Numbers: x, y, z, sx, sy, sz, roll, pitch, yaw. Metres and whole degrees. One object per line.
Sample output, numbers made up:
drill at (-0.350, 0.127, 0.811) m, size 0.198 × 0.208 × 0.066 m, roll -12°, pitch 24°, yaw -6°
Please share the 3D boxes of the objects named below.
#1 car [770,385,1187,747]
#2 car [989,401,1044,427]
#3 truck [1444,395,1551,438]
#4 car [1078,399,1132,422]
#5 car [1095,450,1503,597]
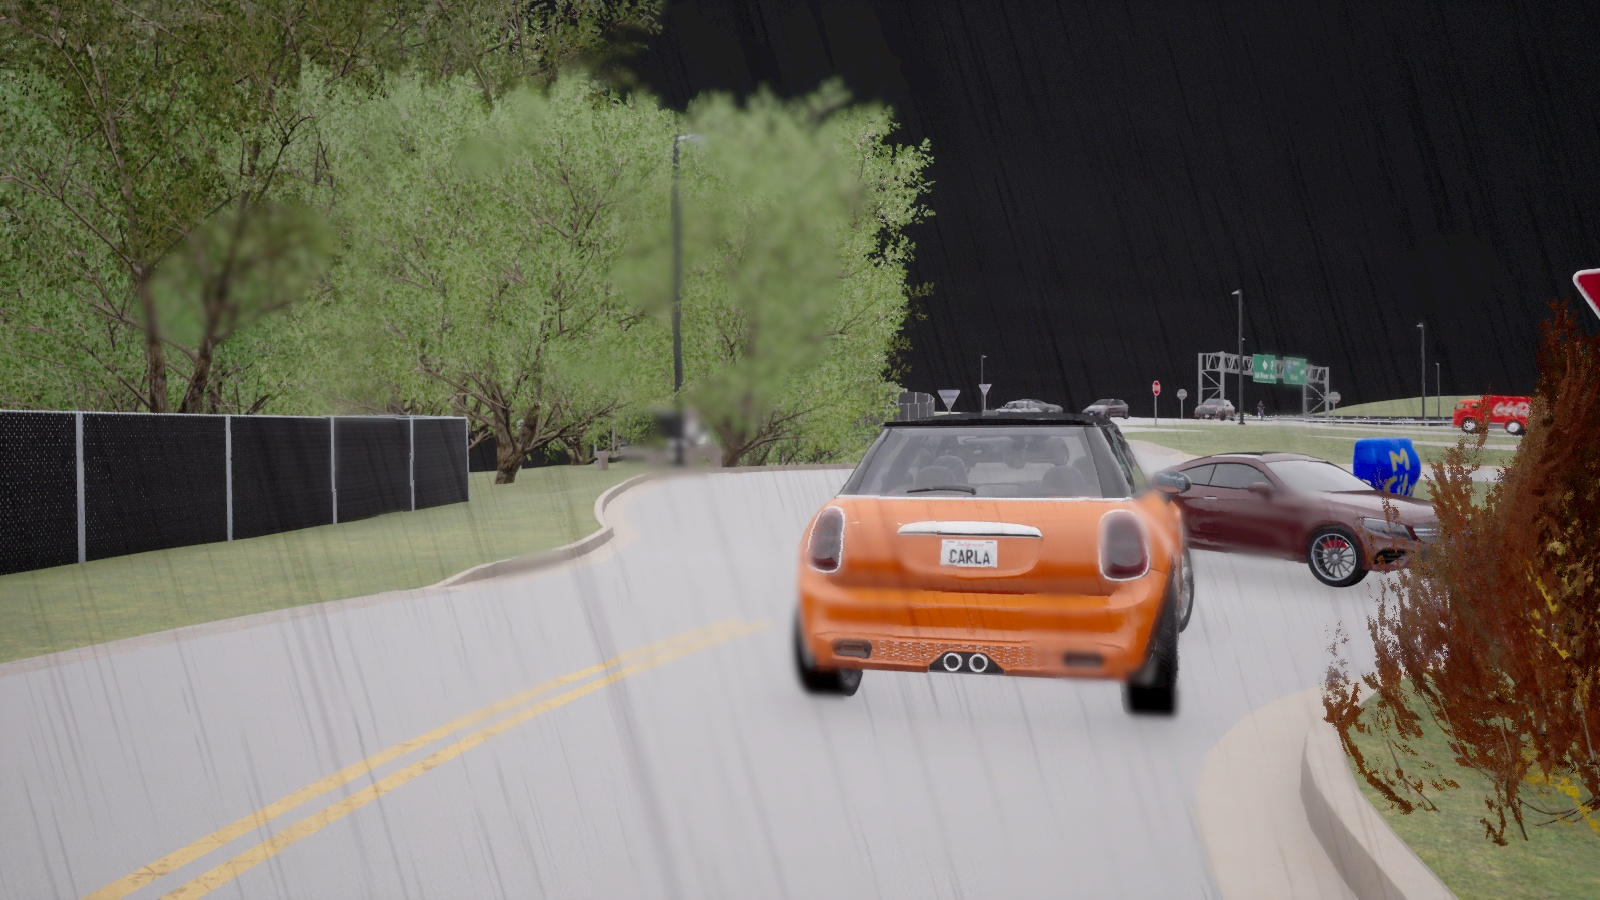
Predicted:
car at (1.532, 0.548, 8.610) m, size 2.097 × 1.767 × 4.553 m, roll 0°, pitch 0°, yaw 18°
car at (12.990, -2.186, 75.108) m, size 1.970 × 1.475 × 3.806 m, roll 0°, pitch 2°, yaw 32°
truck at (44.107, -2.122, 79.476) m, size 2.627 × 2.467 × 5.204 m, roll 0°, pitch 3°, yaw -44°
car at (21.227, -2.757, 87.341) m, size 1.816 × 1.474 × 4.193 m, roll 1°, pitch 4°, yaw 42°
car at (5.969, 0.773, 15.704) m, size 1.812 × 1.442 × 4.674 m, roll -1°, pitch 2°, yaw -28°
